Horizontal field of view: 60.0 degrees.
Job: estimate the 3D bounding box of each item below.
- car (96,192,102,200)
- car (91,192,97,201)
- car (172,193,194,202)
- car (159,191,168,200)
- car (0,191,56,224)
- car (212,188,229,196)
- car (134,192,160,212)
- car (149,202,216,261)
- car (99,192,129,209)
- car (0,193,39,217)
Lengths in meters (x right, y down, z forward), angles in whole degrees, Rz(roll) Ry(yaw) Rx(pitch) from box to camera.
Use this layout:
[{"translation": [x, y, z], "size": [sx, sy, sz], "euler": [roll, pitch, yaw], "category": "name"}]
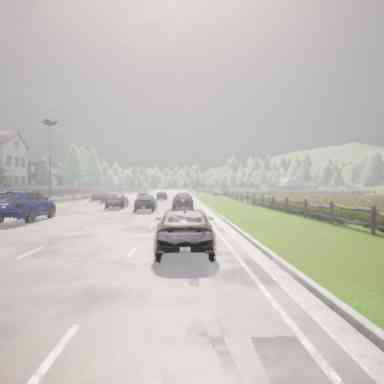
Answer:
[{"translation": [-11.863, 0.805, 48.326], "size": [2.128, 1.511, 4.902], "euler": [0, 1, -2], "category": "car"}, {"translation": [-15.611, 0.699, 56.265], "size": [2.128, 1.511, 4.902], "euler": [0, 1, -2], "category": "car"}, {"translation": [-0.929, 0.835, 34.225], "size": [2.097, 1.767, 4.553], "euler": [0, 1, -2], "category": "car"}, {"translation": [-5.128, 0.658, 57.030], "size": [1.837, 1.490, 4.892], "euler": [0, 0, -2], "category": "car"}, {"translation": [-11.055, 0.929, 22.137], "size": [2.150, 2.045, 5.566], "euler": [0, 1, -2], "category": "car"}, {"translation": [6.605, 0.031, 76.232], "size": [3.866, 1.878, 1.905], "euler": [0, 1, -2], "category": "car"}, {"translation": [-4.343, 1.040, 31.610], "size": [1.837, 1.490, 4.892], "euler": [0, 0, -2], "category": "car"}, {"translation": [-0.248, 1.317, 11.512], "size": [2.128, 1.511, 4.902], "euler": [0, 1, -1], "category": "car"}, {"translation": [-7.965, 0.982, 35.528], "size": [2.128, 1.511, 4.902], "euler": [0, 1, -2], "category": "car"}, {"translation": [-14.721, 0.994, 27.510], "size": [2.097, 1.767, 4.553], "euler": [0, 1, -2], "category": "car"}]
